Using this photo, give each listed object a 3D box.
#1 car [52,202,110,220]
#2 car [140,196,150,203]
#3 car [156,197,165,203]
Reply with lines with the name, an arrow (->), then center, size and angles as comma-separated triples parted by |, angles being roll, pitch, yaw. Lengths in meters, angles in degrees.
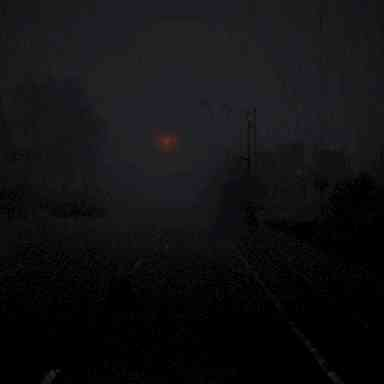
car -> -9.682, 1.622, 29.202 | 4.902, 1.511, 2.128 | 0, 0, -3
car -> -10.664, 1.732, 76.332 | 1.812, 1.442, 4.674 | 0, 0, -1
car -> -7.170, 1.760, 76.572 | 1.994, 1.385, 4.181 | 0, 0, -1
